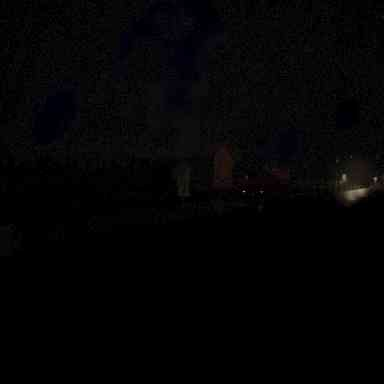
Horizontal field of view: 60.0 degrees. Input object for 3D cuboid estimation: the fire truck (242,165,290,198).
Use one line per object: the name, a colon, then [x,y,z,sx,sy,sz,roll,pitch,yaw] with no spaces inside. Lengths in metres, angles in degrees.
fire truck: [9.323,-1.349,41.186,2.891,3.827,8.468,3,4,36]
